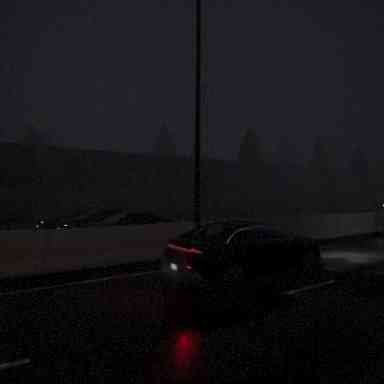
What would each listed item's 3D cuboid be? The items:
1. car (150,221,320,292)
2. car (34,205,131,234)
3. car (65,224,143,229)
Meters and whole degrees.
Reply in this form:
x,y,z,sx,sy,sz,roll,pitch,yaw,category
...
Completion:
x,y,z,sx,sy,sz,roll,pitch,yaw,category
1.547,1.549,9.149,4.902,1.511,2.128,1,0,-35,car
-6.728,1.606,20.687,5.357,1.411,2.033,1,0,-35,car
-2.886,1.581,14.828,4.674,1.442,1.812,1,0,-35,car
